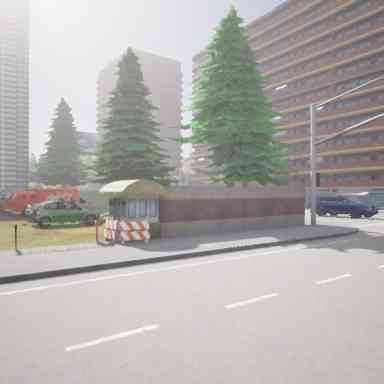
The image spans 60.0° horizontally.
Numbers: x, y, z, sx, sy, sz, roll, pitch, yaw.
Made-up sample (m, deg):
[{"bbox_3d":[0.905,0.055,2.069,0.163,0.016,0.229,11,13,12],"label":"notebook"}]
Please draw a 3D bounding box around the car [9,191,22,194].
[{"bbox_3d":[-26.258,1.204,46.298,3.866,1.878,1.905,0,0,-35],"label":"car"}]

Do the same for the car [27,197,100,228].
[{"bbox_3d":[-7.965,1.341,21.106,3.988,1.617,1.851,0,0,-35],"label":"car"}]

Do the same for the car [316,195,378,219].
[{"bbox_3d":[13.615,1.277,29.974,2.150,2.045,5.566,0,0,-35],"label":"car"}]

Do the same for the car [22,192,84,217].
[{"bbox_3d":[-9.978,1.172,25.162,4.605,1.855,1.932,0,0,-35],"label":"car"}]

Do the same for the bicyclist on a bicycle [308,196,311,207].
[{"bbox_3d":[16.709,1.356,46.520,1.656,1.620,0.582,0,0,-35],"label":"bicyclist on a bicycle"}]

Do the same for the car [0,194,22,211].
[{"bbox_3d":[-24.986,1.394,43.773,4.193,1.474,1.816,0,0,-35],"label":"car"}]
